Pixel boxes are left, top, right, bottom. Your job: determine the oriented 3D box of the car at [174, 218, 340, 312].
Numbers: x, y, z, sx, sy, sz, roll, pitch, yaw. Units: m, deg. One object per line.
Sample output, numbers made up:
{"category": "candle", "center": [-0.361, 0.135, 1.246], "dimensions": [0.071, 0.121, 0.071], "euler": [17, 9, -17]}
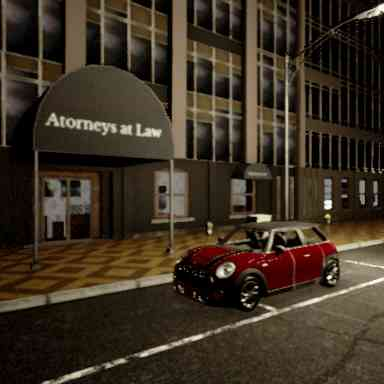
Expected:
{"category": "car", "center": [1.561, 1.452, 7.674], "dimensions": [4.097, 1.590, 1.967], "euler": [0, 0, -36]}
